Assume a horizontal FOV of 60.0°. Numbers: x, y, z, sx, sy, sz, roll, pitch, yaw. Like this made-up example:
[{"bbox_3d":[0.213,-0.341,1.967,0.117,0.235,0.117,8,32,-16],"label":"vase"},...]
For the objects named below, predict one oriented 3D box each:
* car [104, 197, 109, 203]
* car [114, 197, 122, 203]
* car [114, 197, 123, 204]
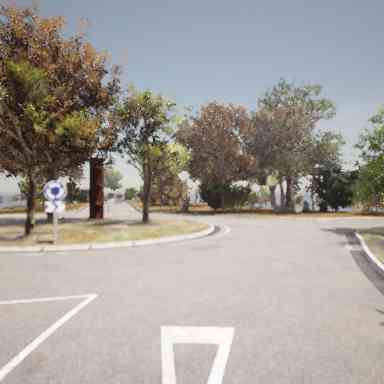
[{"bbox_3d":[-22.504,1.947,85.310,1.837,1.490,4.892,0,0,-13],"label":"car"},{"bbox_3d":[-20.530,2.161,92.209,1.882,1.535,5.008,0,-1,-13],"label":"car"},{"bbox_3d":[-17.098,2.090,77.601,2.033,1.411,5.357,0,0,-13],"label":"car"}]
